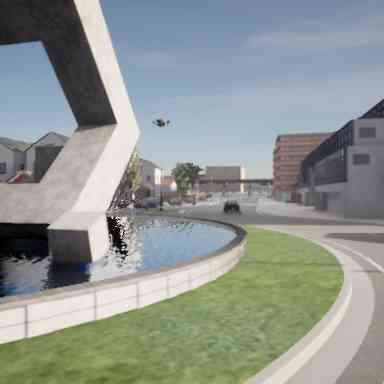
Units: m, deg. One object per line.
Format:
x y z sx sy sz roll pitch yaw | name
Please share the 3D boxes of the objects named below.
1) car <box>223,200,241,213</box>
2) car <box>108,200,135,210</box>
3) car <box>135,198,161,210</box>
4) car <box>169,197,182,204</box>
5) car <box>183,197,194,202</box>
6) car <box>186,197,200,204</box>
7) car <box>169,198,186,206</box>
4.941 1.785 41.333 2.128 1.511 4.902 0 0 3 | car
-11.094 1.941 49.856 1.837 1.490 4.892 0 0 22 | car
-7.058 1.775 50.642 2.097 1.767 4.553 -1 -1 20 | car
-3.940 2.103 79.138 1.882 1.535 5.008 0 0 12 | car
-0.818 2.148 94.412 2.033 1.411 5.357 0 0 12 | car
-0.061 2.158 80.635 2.033 1.411 5.357 0 0 12 | car
-3.125 2.044 65.694 1.812 1.442 4.674 0 0 12 | car
